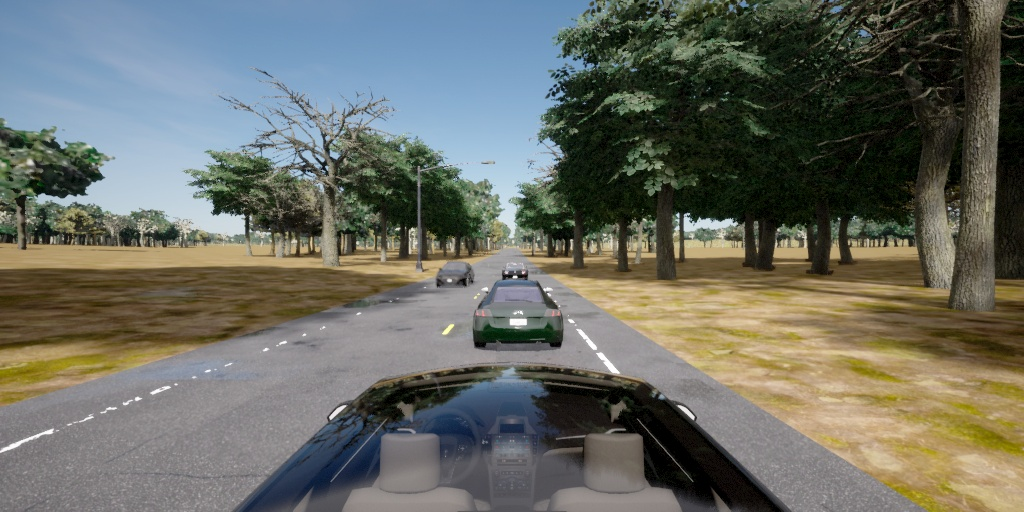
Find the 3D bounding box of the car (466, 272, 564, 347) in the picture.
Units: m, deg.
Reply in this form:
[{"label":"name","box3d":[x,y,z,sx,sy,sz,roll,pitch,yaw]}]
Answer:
[{"label":"car","box3d":[0.135,1.293,9.248,1.994,1.385,4.181,0,0,0]}]

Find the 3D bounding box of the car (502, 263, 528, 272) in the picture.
[{"label":"car","box3d":[0.225,1.159,27.173,1.895,1.301,4.718,0,1,0]}]

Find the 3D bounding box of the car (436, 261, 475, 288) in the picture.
[{"label":"car","box3d":[-3.496,1.084,22.680,1.882,1.535,5.008,0,1,0]}]
